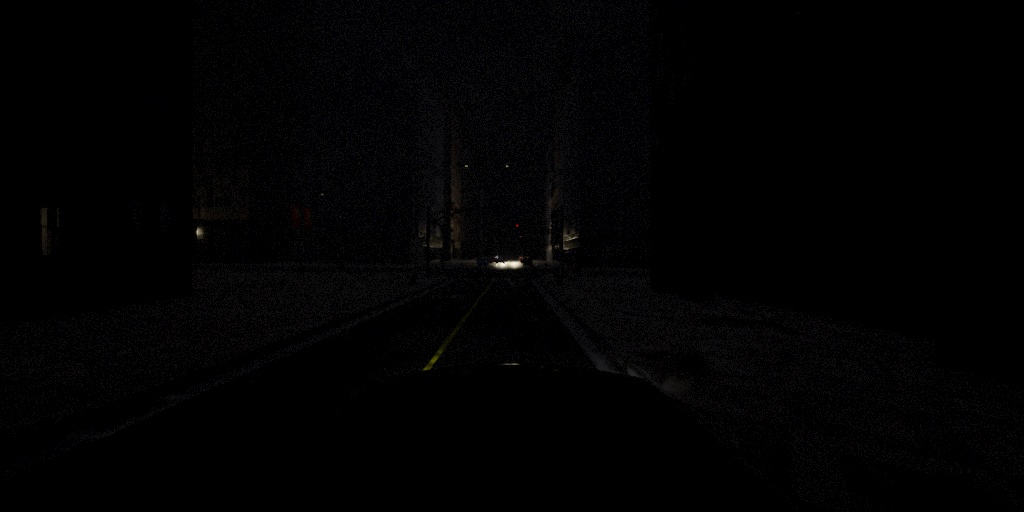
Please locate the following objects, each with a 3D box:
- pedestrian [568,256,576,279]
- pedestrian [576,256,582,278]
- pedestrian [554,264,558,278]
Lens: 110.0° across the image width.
[{"bbox_3d":[4.640,0.867,28.512,0.375,1.860,0.375,0,0,0],"label":"pedestrian"},{"bbox_3d":[5.332,0.881,29.111,0.375,1.860,0.375,0,0,0],"label":"pedestrian"},{"bbox_3d":[3.640,1.230,29.712,0.500,1.100,0.500,0,0,0],"label":"pedestrian"}]
